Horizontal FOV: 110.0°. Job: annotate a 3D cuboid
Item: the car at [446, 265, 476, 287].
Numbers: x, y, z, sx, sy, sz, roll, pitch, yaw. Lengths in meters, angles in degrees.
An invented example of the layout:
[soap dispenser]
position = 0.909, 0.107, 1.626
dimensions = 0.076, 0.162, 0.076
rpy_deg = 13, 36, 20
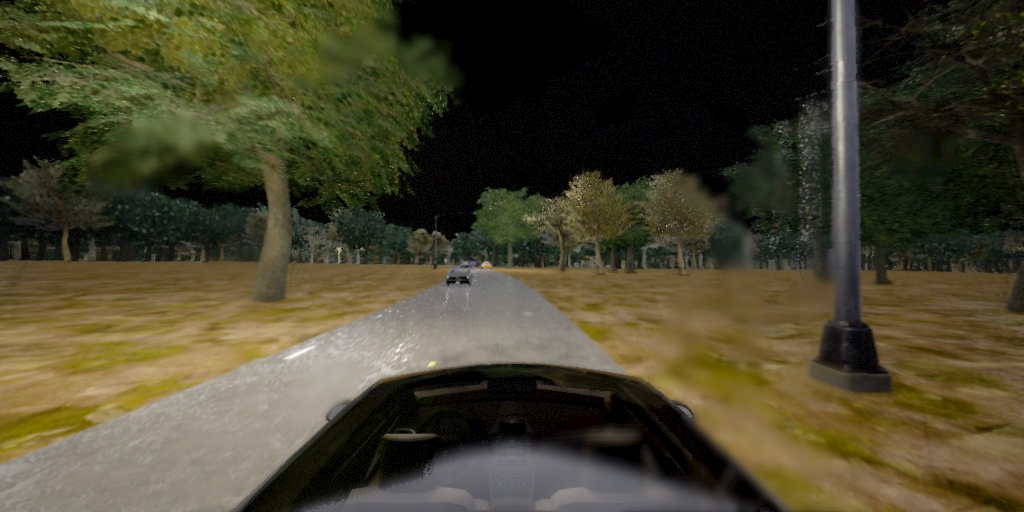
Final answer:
[car]
position = -4.009, 1.611, 27.759
dimensions = 1.895, 1.301, 4.718
rpy_deg = 0, -1, -4
